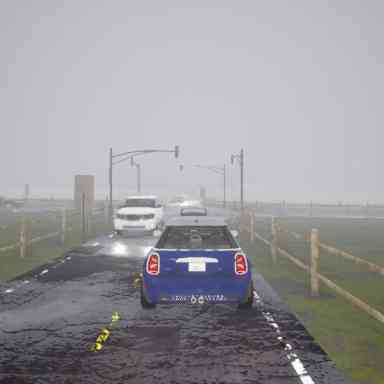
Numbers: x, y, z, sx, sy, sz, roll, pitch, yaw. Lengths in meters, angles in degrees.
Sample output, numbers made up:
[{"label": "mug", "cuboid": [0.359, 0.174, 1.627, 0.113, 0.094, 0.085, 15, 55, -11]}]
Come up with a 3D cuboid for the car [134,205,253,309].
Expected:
[{"label": "car", "cuboid": [0.090, 1.353, 8.030, 2.097, 1.767, 4.553, 0, 0, 0]}]

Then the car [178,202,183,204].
[{"label": "car", "cuboid": [0.080, 1.507, 17.196, 1.837, 1.490, 4.892, 0, 0, 0]}]

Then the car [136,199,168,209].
[{"label": "car", "cuboid": [-5.370, 1.580, 45.201, 1.895, 1.301, 4.718, 1, -1, 28]}]

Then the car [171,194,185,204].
[{"label": "car", "cuboid": [-2.849, 1.542, 63.765, 1.812, 1.442, 4.674, 0, 0, 1]}]

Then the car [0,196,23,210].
[{"label": "car", "cuboid": [-21.078, 1.112, 36.297, 5.008, 1.535, 1.882, 1, 0, 0]}]

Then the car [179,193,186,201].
[{"label": "car", "cuboid": [-2.768, 1.575, 75.020, 1.994, 1.385, 4.181, 0, 0, 0]}]

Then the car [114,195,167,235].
[{"label": "car", "cuboid": [-2.872, 1.224, 19.135, 2.150, 2.045, 5.566, 0, 0, 0]}]
